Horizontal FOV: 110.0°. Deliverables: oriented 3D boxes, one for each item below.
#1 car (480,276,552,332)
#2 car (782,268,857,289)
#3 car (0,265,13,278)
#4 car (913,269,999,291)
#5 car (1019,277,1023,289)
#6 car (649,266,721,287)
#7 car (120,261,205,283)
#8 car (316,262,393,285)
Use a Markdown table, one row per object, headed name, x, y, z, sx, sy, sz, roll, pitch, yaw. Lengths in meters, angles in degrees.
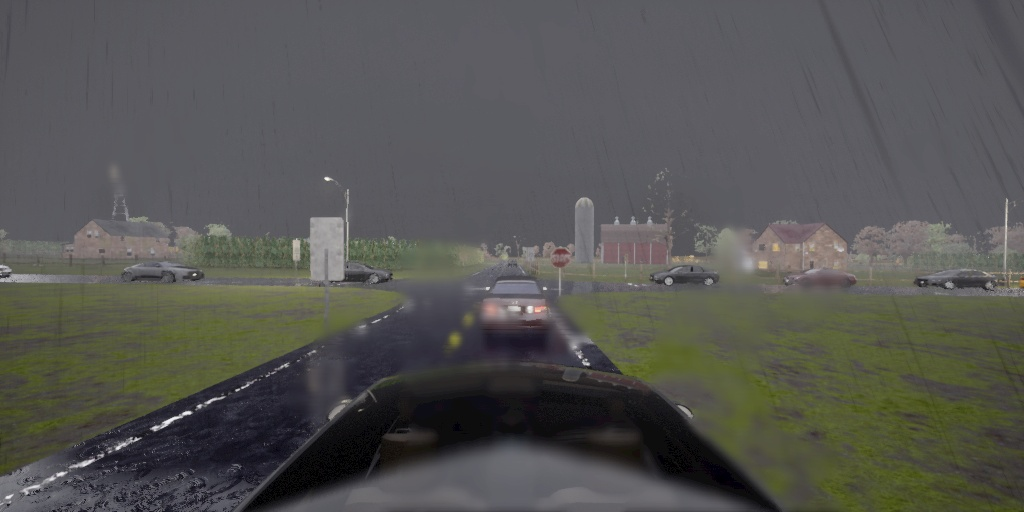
| name | x | y | z | sx | sy | sz | roll | pitch | yaw |
| --- | --- | --- | --- | --- | --- | --- | --- | --- | --- |
| car | 0.147 | 1.298 | 10.851 | 2.033 | 1.411 | 5.357 | 0 | 0 | 1 |
| car | 22.781 | 1.604 | 26.594 | 4.674 | 1.442 | 1.812 | 1 | 1 | 0 |
| car | -35.991 | 0.785 | 23.548 | 4.674 | 1.442 | 1.812 | 1 | 1 | 0 |
| car | 32.869 | 1.719 | 26.601 | 4.892 | 1.490 | 1.837 | 1 | 1 | 0 |
| car | 36.911 | 1.776 | 23.668 | 5.008 | 1.535 | 1.882 | 1 | 1 | 0 |
| car | 12.779 | 1.445 | 26.623 | 4.892 | 1.490 | 1.837 | 1 | 1 | 2 |
| car | -22.854 | 1.021 | 23.565 | 4.181 | 1.385 | 1.994 | 1 | 1 | 0 |
| car | -10.524 | 1.140 | 23.976 | 4.892 | 1.490 | 1.837 | 1 | 1 | -6 |
